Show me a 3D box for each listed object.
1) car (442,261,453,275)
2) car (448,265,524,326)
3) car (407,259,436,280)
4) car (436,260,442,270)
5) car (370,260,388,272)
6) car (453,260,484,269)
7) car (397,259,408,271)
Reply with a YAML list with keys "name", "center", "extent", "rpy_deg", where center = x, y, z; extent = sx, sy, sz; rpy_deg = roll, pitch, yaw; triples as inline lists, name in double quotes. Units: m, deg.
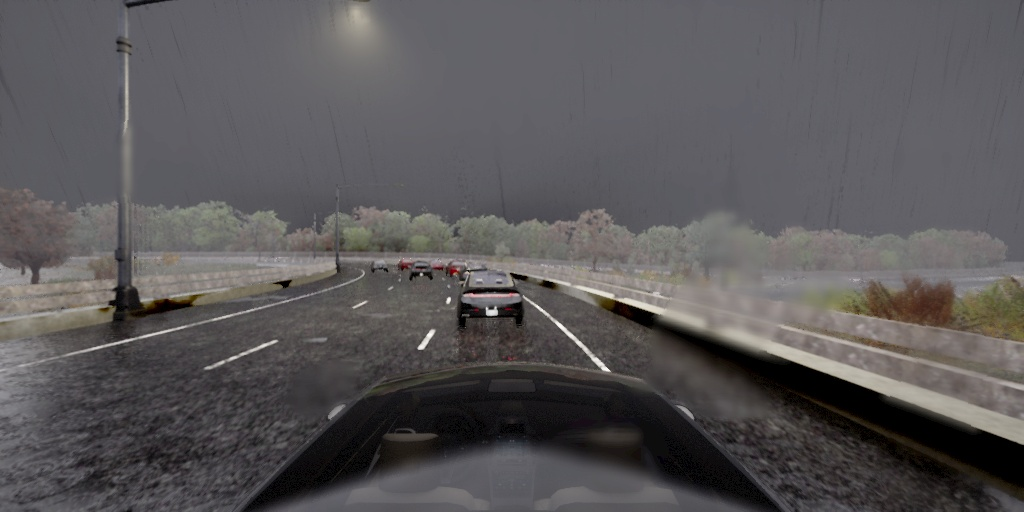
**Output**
- name: "car"
  center: [-5.202, 1.156, 34.100]
  extent: [1.882, 1.535, 5.008]
  rpy_deg: [0, 0, -17]
- name: "car"
  center: [-0.739, 1.220, 11.551]
  extent: [2.128, 1.511, 4.902]
  rpy_deg: [0, 0, -5]
- name: "car"
  center: [-7.870, 1.195, 30.915]
  extent: [1.837, 1.490, 4.892]
  rpy_deg: [0, 1, -16]
- name: "car"
  center: [-10.460, 1.213, 47.859]
  extent: [1.994, 1.385, 4.181]
  rpy_deg: [0, 0, -24]
- name: "car"
  center: [-16.466, 1.211, 44.404]
  extent: [2.033, 1.411, 5.357]
  rpy_deg: [0, 0, -24]
- name: "car"
  center: [-2.519, 1.194, 23.305]
  extent: [2.128, 1.511, 4.902]
  rpy_deg: [0, 0, -11]
- name: "car"
  center: [-13.737, 1.134, 46.641]
  extent: [1.882, 1.535, 5.008]
  rpy_deg: [0, 0, -25]
